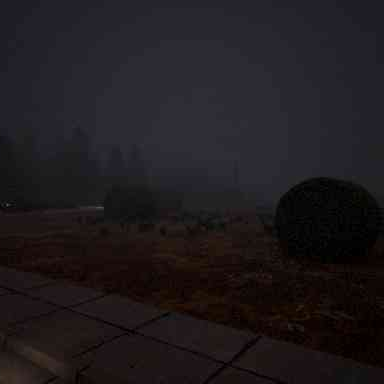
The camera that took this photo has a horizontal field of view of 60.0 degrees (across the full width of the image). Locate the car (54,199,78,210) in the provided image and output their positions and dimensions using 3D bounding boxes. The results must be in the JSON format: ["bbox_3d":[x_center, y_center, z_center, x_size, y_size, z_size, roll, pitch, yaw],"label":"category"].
[{"bbox_3d":[-16.737,1.555,42.309,1.994,1.385,4.181,0,0,37],"label":"car"}]

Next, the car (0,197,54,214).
[{"bbox_3d":[-17.535,1.348,34.999,2.097,1.767,4.553,0,0,36],"label":"car"}]
